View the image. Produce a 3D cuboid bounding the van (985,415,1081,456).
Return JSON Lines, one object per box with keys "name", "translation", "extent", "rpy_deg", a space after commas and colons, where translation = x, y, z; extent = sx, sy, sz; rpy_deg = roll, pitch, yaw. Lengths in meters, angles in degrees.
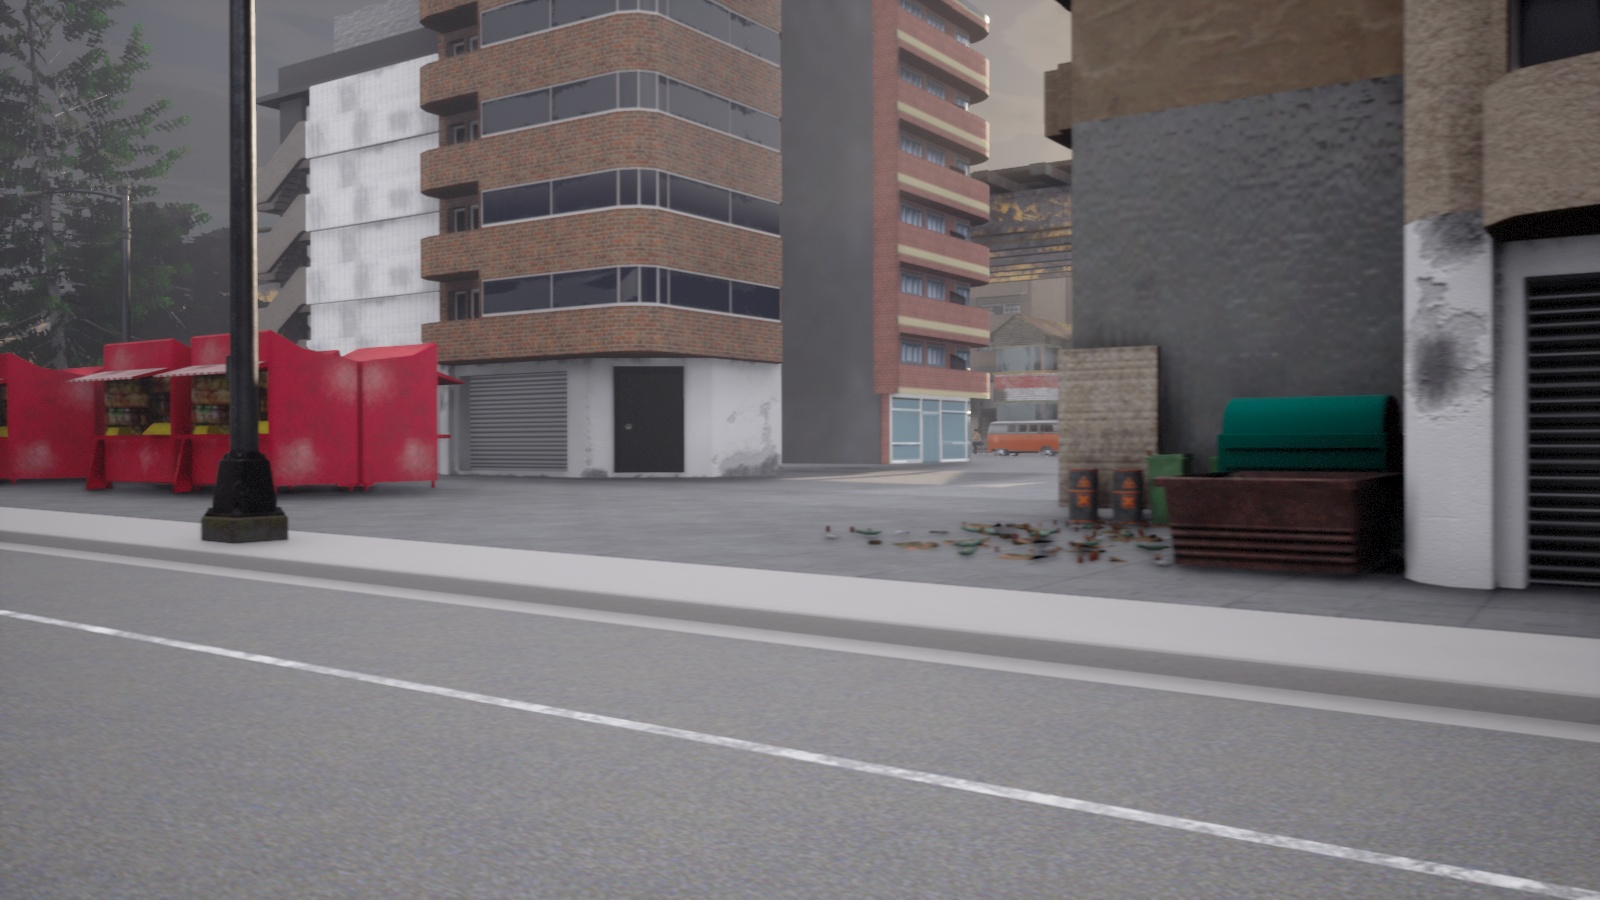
{"name": "van", "translation": [11.907, -0.743, 64.187], "extent": [4.442, 1.987, 1.775], "rpy_deg": [-1, 0, 34]}
